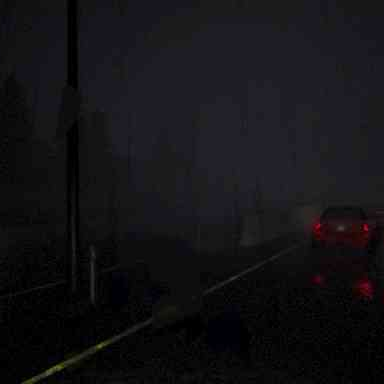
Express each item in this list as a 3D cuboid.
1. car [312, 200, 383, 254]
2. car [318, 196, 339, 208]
[{"bbox_3d":[6.474,1.299,13.614,2.097,1.767,4.553,0,0,33],"label":"car"},{"bbox_3d":[18.752,1.365,45.479,1.812,1.442,4.674,0,0,33],"label":"car"}]
